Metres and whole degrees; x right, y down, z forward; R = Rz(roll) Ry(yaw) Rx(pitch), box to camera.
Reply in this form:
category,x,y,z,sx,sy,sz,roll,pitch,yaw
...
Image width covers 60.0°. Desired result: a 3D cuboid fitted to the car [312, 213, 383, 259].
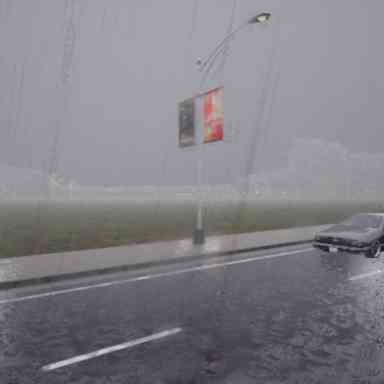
category,x,y,z,sx,sy,sz,roll,pitch,yaw
car,6.856,1.510,12.584,5.357,1.411,2.033,0,0,-36
